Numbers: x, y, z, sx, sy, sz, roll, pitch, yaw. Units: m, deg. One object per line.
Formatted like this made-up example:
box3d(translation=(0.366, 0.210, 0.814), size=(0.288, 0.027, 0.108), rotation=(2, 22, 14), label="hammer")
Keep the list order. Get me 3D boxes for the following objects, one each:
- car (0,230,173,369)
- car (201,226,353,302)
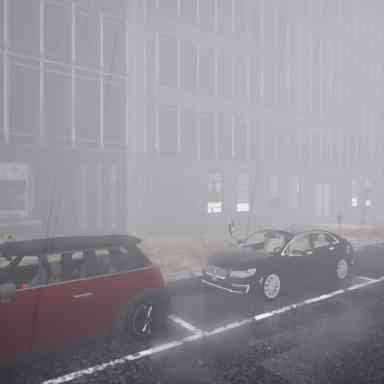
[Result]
box3d(translation=(-2.391, 1.440, 4.856), size=(4.097, 1.590, 1.967), rotation=(0, 0, -36), label="car")
box3d(translation=(2.239, 1.550, 8.167), size=(4.403, 1.369, 2.008), rotation=(0, 0, -36), label="car")
